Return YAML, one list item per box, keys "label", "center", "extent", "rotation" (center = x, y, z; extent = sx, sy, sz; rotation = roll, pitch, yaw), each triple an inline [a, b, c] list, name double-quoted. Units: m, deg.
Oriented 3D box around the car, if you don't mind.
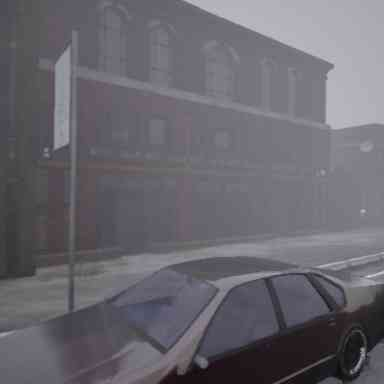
- label: "car"
  center: [0.349, 1.559, 3.932]
  extent: [5.357, 1.411, 2.033]
  rotation: [0, 0, -35]
